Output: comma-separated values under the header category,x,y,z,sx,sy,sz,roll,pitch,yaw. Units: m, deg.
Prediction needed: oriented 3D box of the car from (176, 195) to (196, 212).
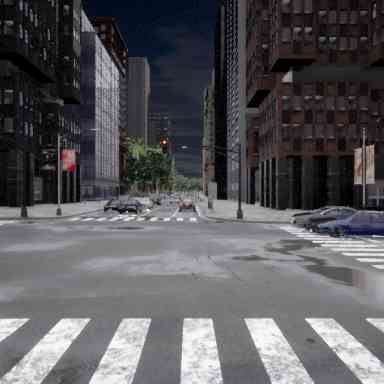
category,x,y,z,sx,sy,sz,roll,pitch,yaw
car,-0.524,1.445,39.051,1.967,1.590,4.097,0,0,0

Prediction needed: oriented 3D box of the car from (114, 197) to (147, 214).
category,x,y,z,sx,sy,sz,roll,pitch,yaw
car,-6.367,1.544,35.146,2.033,1.411,5.357,0,0,0

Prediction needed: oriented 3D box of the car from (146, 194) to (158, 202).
category,x,y,z,sx,sy,sz,roll,pitch,yaw
car,-9.213,1.411,76.999,2.192,1.841,5.009,0,0,0

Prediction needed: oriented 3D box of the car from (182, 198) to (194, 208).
category,x,y,z,sx,sy,sz,roll,pitch,yaw
car,-0.570,1.611,49.900,1.802,1.307,4.206,0,0,0

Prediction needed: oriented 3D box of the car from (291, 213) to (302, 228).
category,x,y,z,sx,sy,sz,roll,pitch,yaw
car,8.772,1.635,20.952,4.902,1.511,2.128,1,0,0

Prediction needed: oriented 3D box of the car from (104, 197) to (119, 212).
category,x,y,z,sx,sy,sz,roll,pitch,yaw
car,-9.049,1.571,39.017,1.947,1.339,4.313,0,0,0

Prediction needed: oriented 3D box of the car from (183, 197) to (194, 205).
category,x,y,z,sx,sy,sz,roll,pitch,yaw
car,-0.617,1.599,60.750,1.887,1.381,4.507,0,0,0

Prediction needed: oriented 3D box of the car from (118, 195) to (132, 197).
category,x,y,z,sx,sy,sz,roll,pitch,yaw
car,-9.073,1.332,44.443,2.192,1.841,5.009,0,0,0

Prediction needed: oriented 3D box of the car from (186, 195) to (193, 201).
category,x,y,z,sx,sy,sz,roll,pitch,yaw
car,-0.758,1.689,93.300,1.887,1.381,4.507,0,0,0

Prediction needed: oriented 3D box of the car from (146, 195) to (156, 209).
category,x,y,z,sx,sy,sz,roll,pitch,yaw
car,-6.409,1.545,45.372,1.812,1.442,4.674,0,0,0

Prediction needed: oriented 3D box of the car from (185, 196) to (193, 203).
category,x,y,z,sx,sy,sz,roll,pitch,yaw
car,-0.665,1.607,71.770,1.752,1.417,4.829,0,0,0

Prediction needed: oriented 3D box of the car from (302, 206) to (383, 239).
category,x,y,z,sx,sy,sz,roll,pitch,yaw
car,9.008,1.699,17.702,5.357,1.411,2.033,1,0,0

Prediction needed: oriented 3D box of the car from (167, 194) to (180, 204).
category,x,y,z,sx,sy,sz,roll,pitch,yaw
car,-3.398,1.667,65.653,1.895,1.301,4.718,0,0,0

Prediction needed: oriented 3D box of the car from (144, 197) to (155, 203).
category,x,y,z,sx,sy,sz,roll,pitch,yaw
car,-9.189,1.663,71.573,1.802,1.307,4.206,0,0,0

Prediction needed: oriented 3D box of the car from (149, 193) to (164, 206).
category,x,y,z,sx,sy,sz,roll,pitch,yaw
car,-6.444,1.265,56.018,2.150,2.045,5.566,0,0,0

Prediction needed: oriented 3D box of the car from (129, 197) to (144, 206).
category,x,y,z,sx,sy,sz,roll,pitch,yaw
car,-9.118,1.566,55.124,1.752,1.417,4.829,0,0,0
